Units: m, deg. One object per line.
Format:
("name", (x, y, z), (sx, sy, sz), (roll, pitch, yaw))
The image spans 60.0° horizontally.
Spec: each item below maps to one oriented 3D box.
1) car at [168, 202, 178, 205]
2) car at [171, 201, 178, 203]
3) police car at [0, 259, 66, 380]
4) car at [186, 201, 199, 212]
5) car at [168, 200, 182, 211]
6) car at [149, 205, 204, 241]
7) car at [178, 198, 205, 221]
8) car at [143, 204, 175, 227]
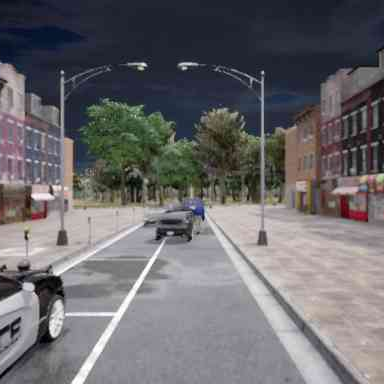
("car", (-2.651, 1.917, 30.720), (1.947, 1.339, 4.313), (-1, -1, 0))
("car", (-2.651, 1.997, 36.154), (1.802, 1.307, 4.206), (-1, -1, 0))
("police car", (-3.009, 1.467, 3.669), (1.930, 1.638, 5.238), (0, -1, 0))
("car", (0.089, 2.083, 50.052), (1.837, 1.490, 4.892), (0, -1, 0))
("car", (-2.655, 2.047, 52.459), (1.967, 1.590, 4.097), (-1, -1, 0))
("car", (-0.671, 1.709, 18.022), (1.837, 1.490, 4.892), (0, -1, 8))
("car", (0.083, 1.584, 31.564), (2.150, 2.045, 5.566), (0, 0, 0))
("car", (-2.650, 1.839, 25.285), (2.008, 1.369, 4.403), (-1, -1, 0))
